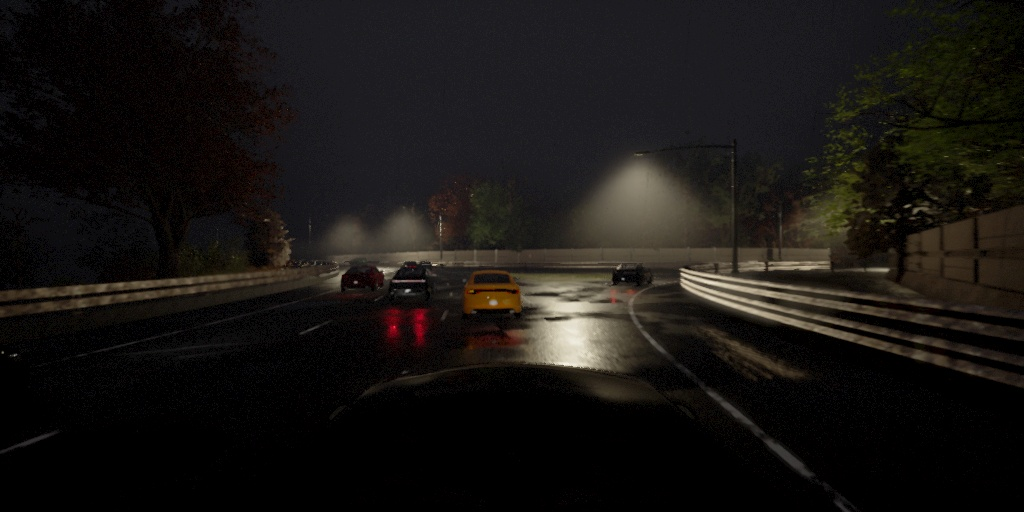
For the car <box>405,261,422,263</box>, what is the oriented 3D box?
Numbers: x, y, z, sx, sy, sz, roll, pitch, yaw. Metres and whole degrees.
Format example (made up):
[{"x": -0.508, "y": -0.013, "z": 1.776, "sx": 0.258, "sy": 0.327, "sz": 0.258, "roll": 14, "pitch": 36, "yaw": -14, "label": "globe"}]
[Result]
[{"x": -12.891, "y": 1.450, "z": 45.422, "sx": 1.837, "sy": 1.490, "sz": 4.892, "roll": 0, "pitch": 0, "yaw": -23, "label": "car"}]

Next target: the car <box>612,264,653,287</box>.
[{"x": 8.493, "y": 1.272, "z": 25.107, "sx": 2.128, "sy": 1.511, "sz": 4.902, "roll": -1, "pitch": 0, "yaw": 34, "label": "car"}]

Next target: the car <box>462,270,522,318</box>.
[{"x": -0.807, "y": 1.267, "z": 13.252, "sx": 1.882, "sy": 1.535, "sz": 5.008, "roll": 0, "pitch": 0, "yaw": -6, "label": "car"}]

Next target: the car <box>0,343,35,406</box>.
[{"x": -7.045, "y": 1.278, "z": 2.495, "sx": 2.128, "sy": 1.511, "sz": 4.902, "roll": 0, "pitch": 0, "yaw": 0, "label": "car"}]

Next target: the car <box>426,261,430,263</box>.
[{"x": -13.551, "y": 1.468, "z": 54.483, "sx": 2.128, "sy": 1.511, "sz": 4.902, "roll": 0, "pitch": 0, "yaw": -28, "label": "car"}]

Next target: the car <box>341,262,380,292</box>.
[{"x": -9.304, "y": 1.336, "z": 22.635, "sx": 1.882, "sy": 1.535, "sz": 5.008, "roll": 0, "pitch": 0, "yaw": -12, "label": "car"}]

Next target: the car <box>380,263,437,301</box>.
[{"x": -4.883, "y": 1.315, "z": 17.973, "sx": 2.128, "sy": 1.511, "sz": 4.902, "roll": 0, "pitch": 0, "yaw": -8, "label": "car"}]
